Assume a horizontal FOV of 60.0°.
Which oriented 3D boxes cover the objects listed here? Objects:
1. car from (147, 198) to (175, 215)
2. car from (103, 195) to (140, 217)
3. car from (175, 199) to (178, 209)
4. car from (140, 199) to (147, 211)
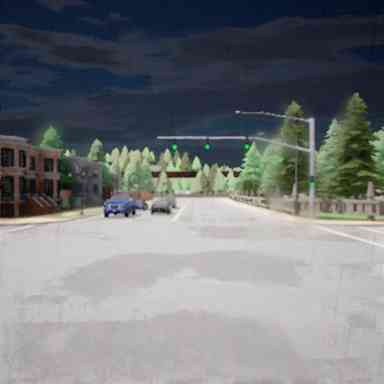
[{"bbox_3d":[-3.178,1.519,35.144,1.882,1.535,5.008,0,0,1],"label":"car"},{"bbox_3d":[-6.731,1.270,31.710,2.150,2.045,5.566,0,0,1],"label":"car"},{"bbox_3d":[-3.049,1.555,45.854,1.837,1.490,4.892,0,0,1],"label":"car"},{"bbox_3d":[-6.630,1.619,41.147,1.994,1.385,4.181,0,0,1],"label":"car"}]
